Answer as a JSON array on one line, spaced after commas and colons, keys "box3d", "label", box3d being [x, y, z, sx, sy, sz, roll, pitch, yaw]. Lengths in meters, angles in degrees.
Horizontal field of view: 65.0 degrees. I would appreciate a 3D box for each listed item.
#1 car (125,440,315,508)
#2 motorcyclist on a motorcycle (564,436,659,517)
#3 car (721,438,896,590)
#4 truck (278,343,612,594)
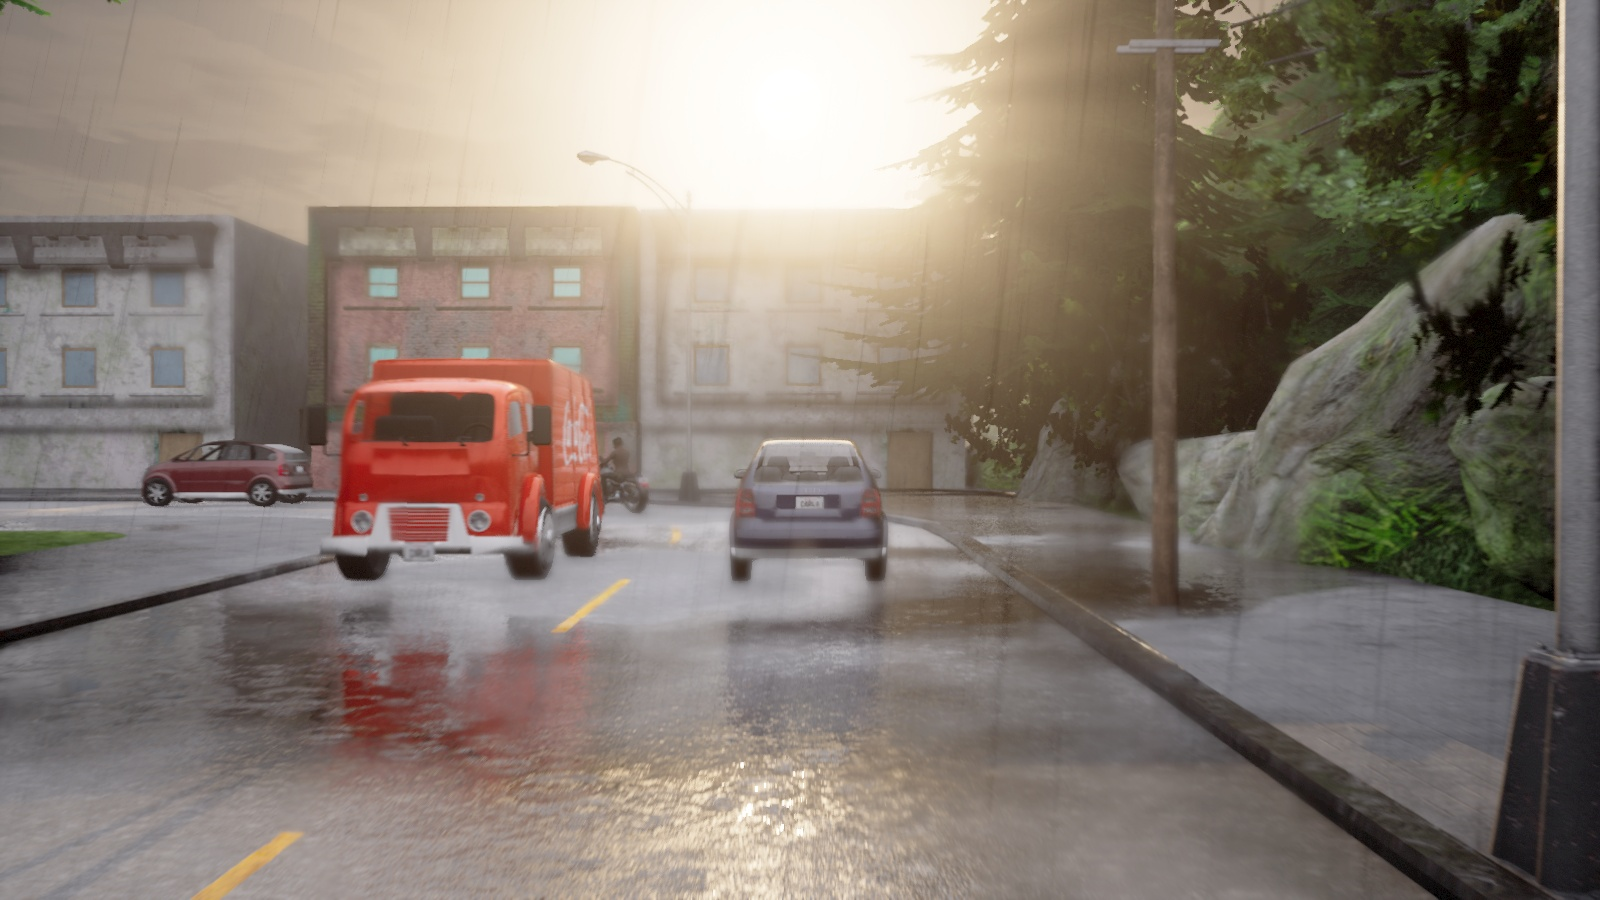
[{"box3d": [-13.714, 0.543, 29.818, 3.705, 1.549, 1.789, 0, 0, 3], "label": "car"}, {"box3d": [-4.056, 0.542, 26.919, 0.766, 1.649, 2.350, -2, 1, -44], "label": "motorcyclist on a motorcycle"}, {"box3d": [0.092, 0.641, 14.679, 1.789, 1.549, 3.705, 0, 0, 0], "label": "car"}, {"box3d": [-3.875, 0.171, 14.957, 2.627, 2.467, 5.204, 0, 0, -2], "label": "truck"}]
